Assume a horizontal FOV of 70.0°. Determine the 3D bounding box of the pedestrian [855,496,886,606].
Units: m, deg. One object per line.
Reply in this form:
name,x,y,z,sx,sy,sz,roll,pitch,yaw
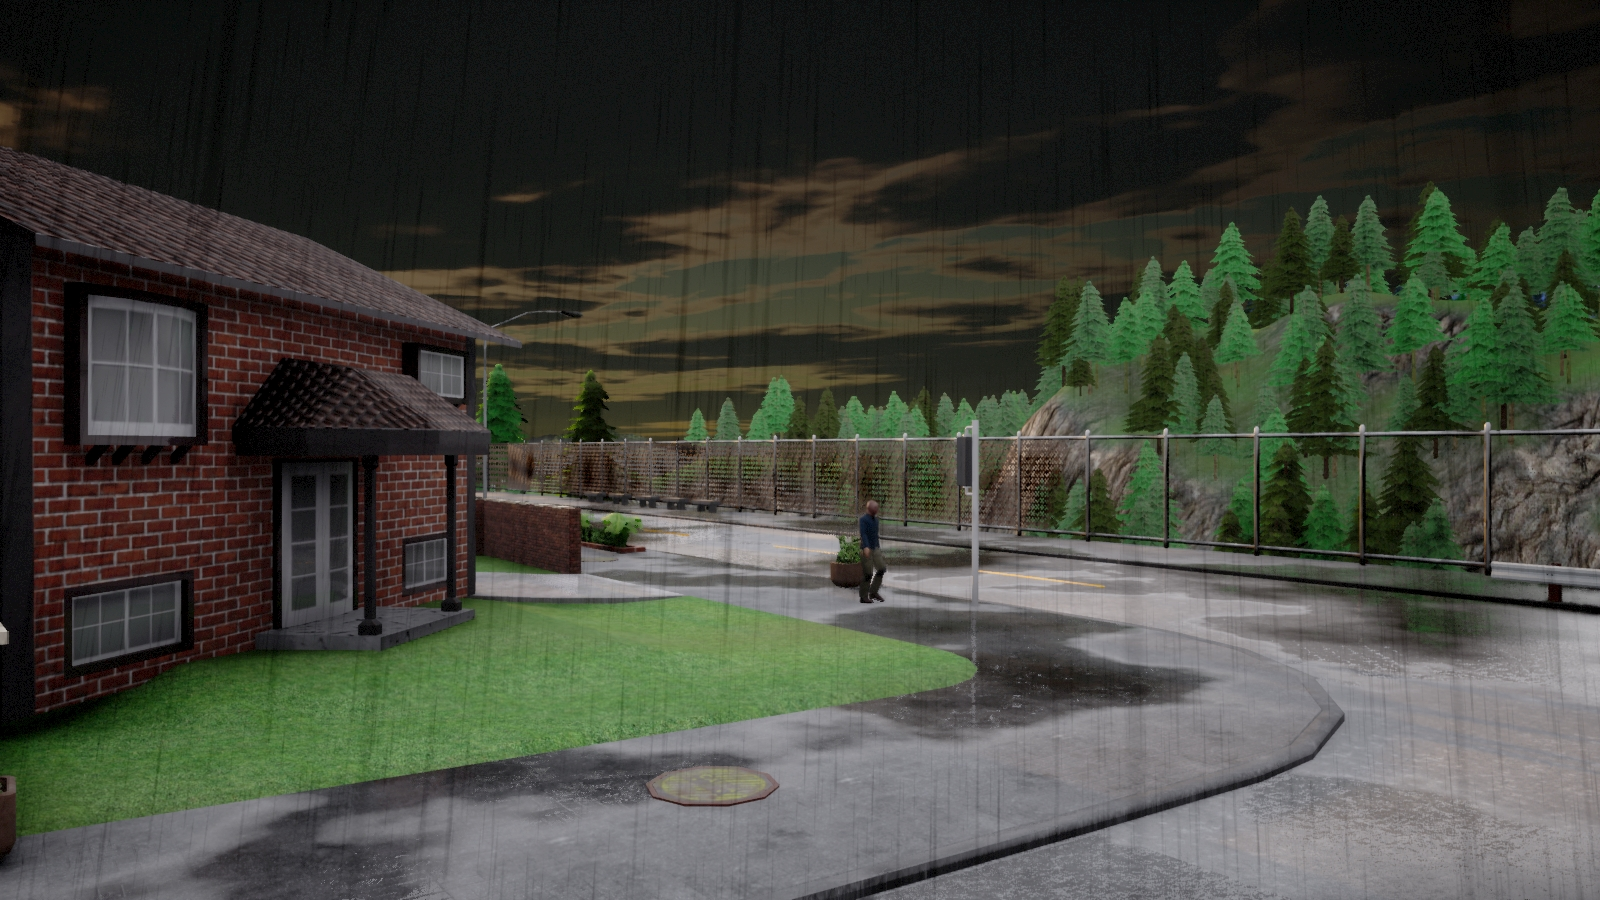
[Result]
pedestrian,1.221,1.745,19.812,0.375,1.860,0.375,0,0,44
